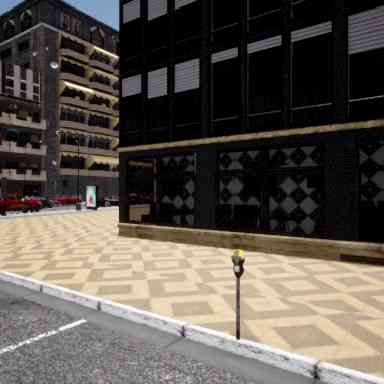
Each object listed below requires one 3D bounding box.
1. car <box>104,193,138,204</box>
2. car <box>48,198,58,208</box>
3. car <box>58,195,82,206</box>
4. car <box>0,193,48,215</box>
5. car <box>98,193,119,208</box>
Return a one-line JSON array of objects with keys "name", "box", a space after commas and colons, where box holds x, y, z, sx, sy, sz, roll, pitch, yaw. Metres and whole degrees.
[{"name": "car", "box": [-9.955, 0.889, 46.947, 1.812, 1.442, 4.674, 0, 1, 35]}, {"name": "car", "box": [-17.417, 1.170, 36.318, 1.994, 1.385, 4.181, 0, 1, 36]}, {"name": "car", "box": [-16.133, 1.074, 42.636, 1.802, 1.307, 4.206, 1, 2, 35]}, {"name": "car", "box": [-15.608, 1.029, 28.786, 2.192, 1.841, 5.009, 1, 2, 35]}, {"name": "car", "box": [-9.237, 1.072, 37.874, 1.947, 1.339, 4.313, 1, 2, 35]}]
